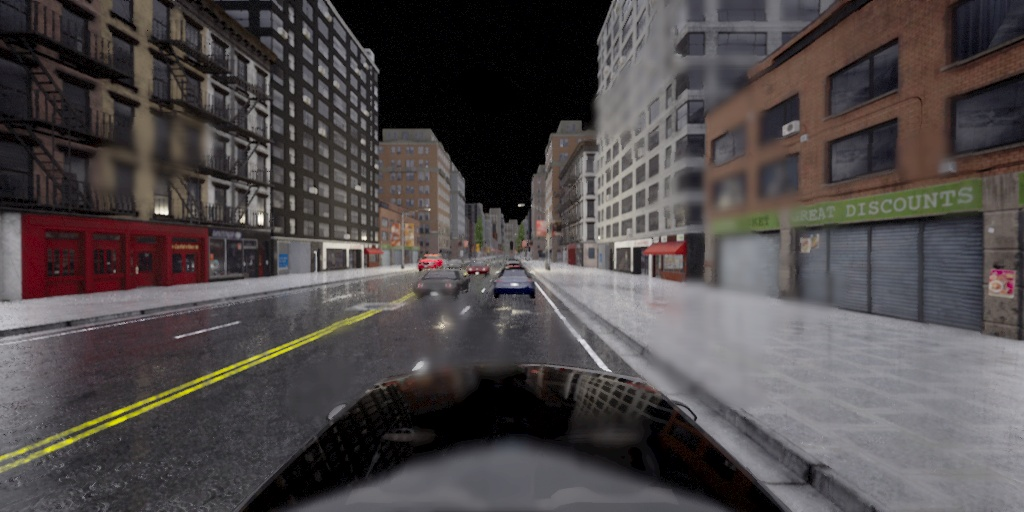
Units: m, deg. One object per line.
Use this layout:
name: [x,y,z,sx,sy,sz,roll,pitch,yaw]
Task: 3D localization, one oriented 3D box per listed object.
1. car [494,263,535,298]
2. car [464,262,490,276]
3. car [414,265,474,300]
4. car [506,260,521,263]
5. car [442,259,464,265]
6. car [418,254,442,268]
car: [0.116,1.257,18.266,1.994,1.385,4.181,0,0,0]
car: [-3.119,1.236,34.386,1.895,1.301,4.718,0,0,0]
car: [-3.139,1.300,17.140,1.895,1.301,4.718,0,0,0]
car: [0.123,1.135,35.552,1.837,1.490,4.892,0,0,0]
car: [-6.555,1.111,42.434,1.837,1.490,4.892,0,0,0]
car: [-9.808,0.820,43.655,2.150,2.045,5.566,0,0,0]
